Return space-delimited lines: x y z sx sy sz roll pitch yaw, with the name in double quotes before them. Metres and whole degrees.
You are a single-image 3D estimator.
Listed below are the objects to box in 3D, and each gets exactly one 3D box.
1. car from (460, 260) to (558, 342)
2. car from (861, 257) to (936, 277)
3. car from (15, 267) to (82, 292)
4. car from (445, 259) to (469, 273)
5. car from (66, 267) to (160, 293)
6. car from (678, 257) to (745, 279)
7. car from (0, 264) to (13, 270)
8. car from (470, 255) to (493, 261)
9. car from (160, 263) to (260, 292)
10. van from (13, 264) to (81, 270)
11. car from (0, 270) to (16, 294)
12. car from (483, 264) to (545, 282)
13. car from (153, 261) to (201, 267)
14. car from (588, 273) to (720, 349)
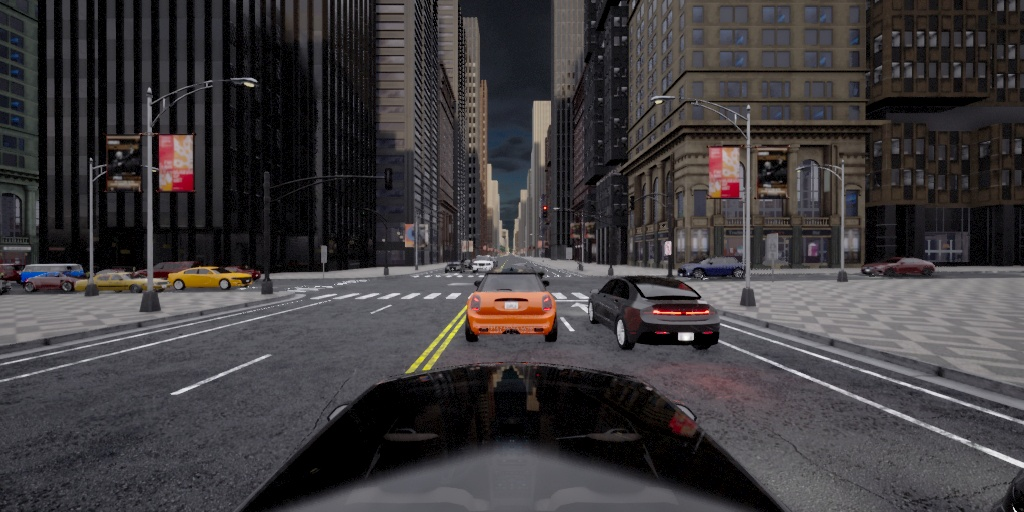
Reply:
"car" -0.007 1.101 9.963 2.097 1.767 4.553 0 0 0
"car" 30.179 0.836 28.054 4.674 1.442 1.812 -1 0 0
"car" -30.780 1.711 24.819 4.181 1.385 1.994 -1 0 1
"car" -6.697 1.295 42.515 1.994 1.385 4.181 0 0 0
"car" -23.880 1.593 22.147 4.829 1.417 1.751 0 0 0
"car" 15.480 0.859 28.042 4.553 1.767 2.097 -1 0 0
"car" -44.390 1.621 30.694 5.009 1.841 2.192 0 0 0
"car" -3.449 0.952 43.358 2.150 2.045 5.566 0 0 0
"car" -20.782 1.489 24.807 5.008 1.535 1.882 -1 0 0
"van" -39.303 1.578 30.689 3.998 1.789 1.690 0 0 0
"car" -33.822 1.751 22.145 4.403 1.370 2.007 0 0 0
"car" 0.155 1.298 28.029 4.718 1.301 1.895 -1 0 0
"car" -29.128 1.414 30.680 5.009 1.841 2.192 0 0 0
"car" 3.235 1.254 9.102 1.837 1.490 4.892 0 0 0
